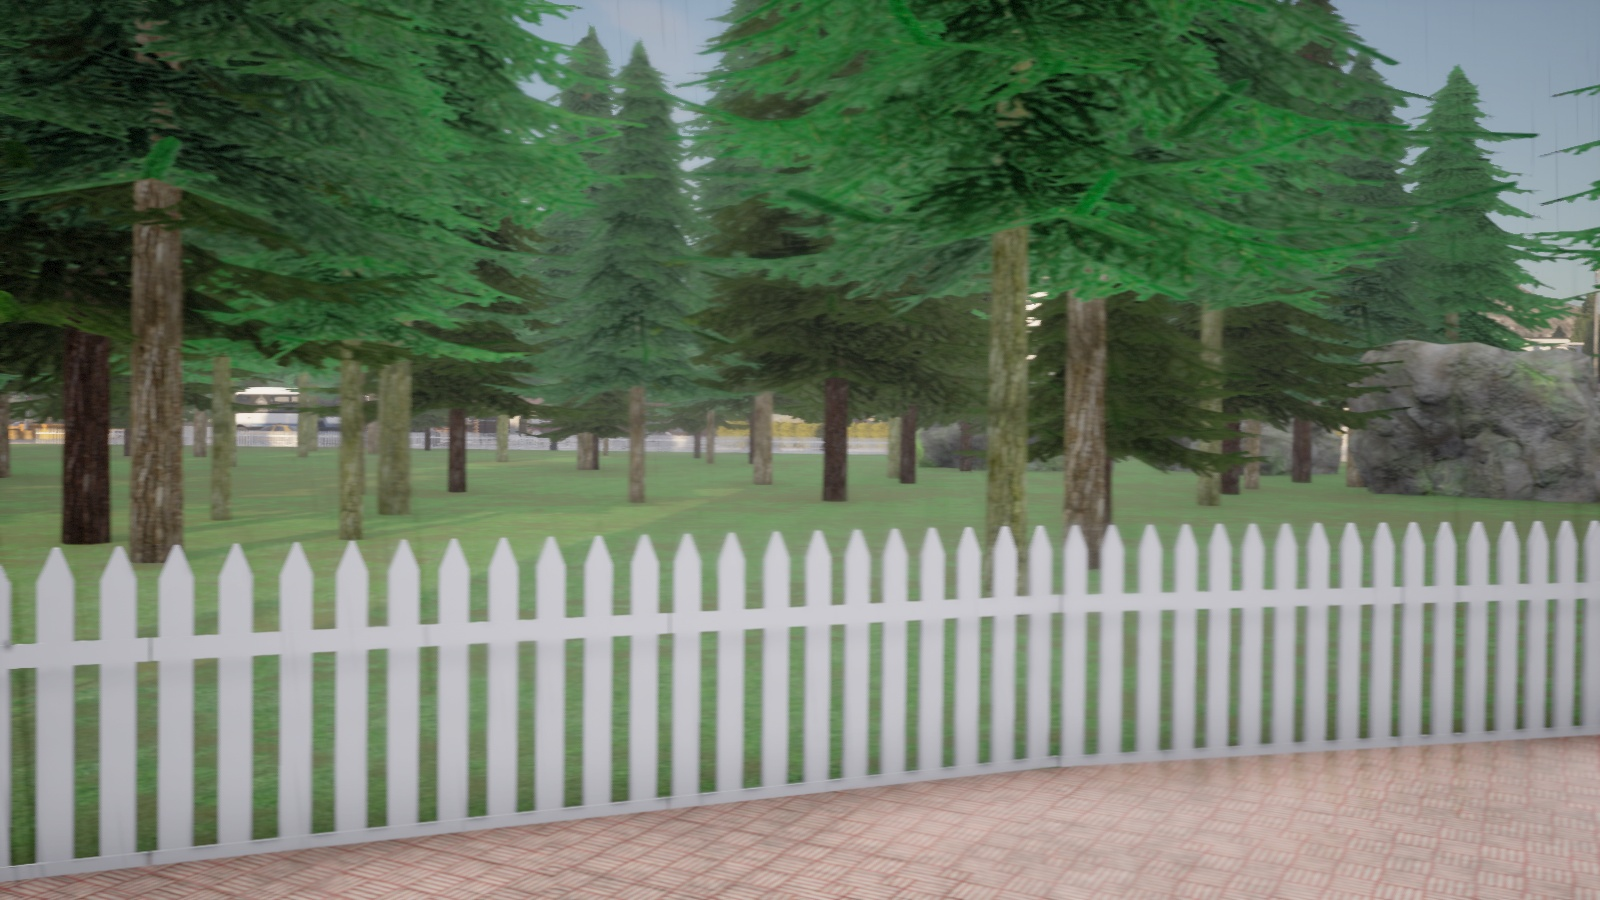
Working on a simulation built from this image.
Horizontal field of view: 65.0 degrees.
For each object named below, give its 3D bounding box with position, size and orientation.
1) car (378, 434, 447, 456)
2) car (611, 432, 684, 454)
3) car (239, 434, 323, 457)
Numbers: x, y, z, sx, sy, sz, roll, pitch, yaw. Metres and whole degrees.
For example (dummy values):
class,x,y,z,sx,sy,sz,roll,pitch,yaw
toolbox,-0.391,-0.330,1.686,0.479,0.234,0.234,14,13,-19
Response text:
class,x,y,z,sx,sy,sz,roll,pitch,yaw
car,-27.239,-0.359,88.337,4.193,1.474,1.816,0,1,8
car,-10.413,-0.483,86.013,4.674,1.442,1.812,0,1,8
car,-37.049,-0.354,89.692,5.366,1.575,1.801,0,1,8
